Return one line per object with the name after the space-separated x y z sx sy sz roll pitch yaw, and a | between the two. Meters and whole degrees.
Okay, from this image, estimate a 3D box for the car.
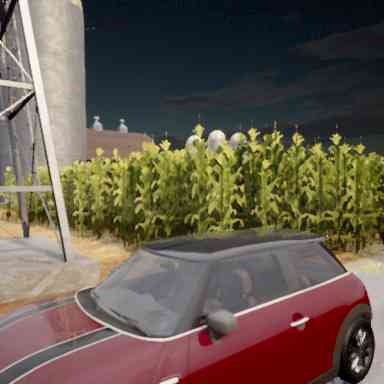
0.000 1.312 3.642 4.553 1.767 2.097 -2 1 -37 | car
